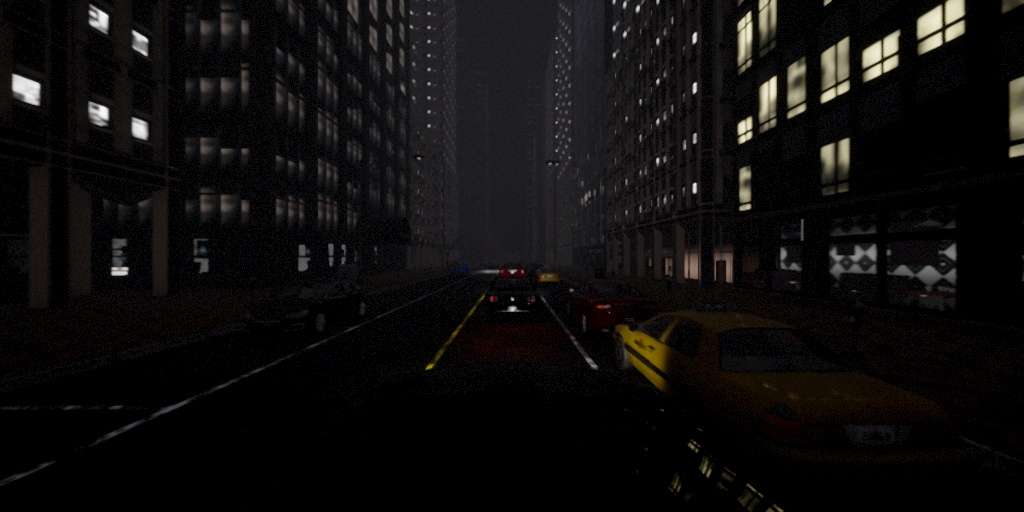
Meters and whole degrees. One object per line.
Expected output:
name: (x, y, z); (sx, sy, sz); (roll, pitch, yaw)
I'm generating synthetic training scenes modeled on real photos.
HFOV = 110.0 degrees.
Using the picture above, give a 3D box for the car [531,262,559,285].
car: (2.701, 1.415, 27.738); (1.751, 1.417, 4.829); (0, 0, 0)

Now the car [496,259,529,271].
car: (0.055, 1.250, 29.219); (2.097, 1.767, 4.553); (0, 0, 1)

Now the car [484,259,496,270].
car: (-3.035, 1.638, 58.913); (1.895, 1.301, 4.718); (0, 0, 1)

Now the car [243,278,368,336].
car: (-5.687, 1.350, 10.478); (2.007, 1.370, 4.403); (0, 0, 0)

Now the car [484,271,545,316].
car: (0.041, 1.418, 13.704); (1.895, 1.301, 4.718); (0, 0, 1)

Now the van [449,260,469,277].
van: (-5.675, 1.287, 38.972); (1.690, 1.789, 3.998); (0, 0, 0)

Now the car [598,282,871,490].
car: (2.691, 1.293, 4.944); (1.751, 1.417, 4.829); (0, 0, 0)

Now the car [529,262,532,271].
car: (2.705, 1.512, 38.965); (1.948, 1.339, 4.313); (0, 0, 0)

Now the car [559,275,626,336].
car: (2.693, 1.344, 10.472); (1.888, 1.381, 4.507); (0, 0, 0)
